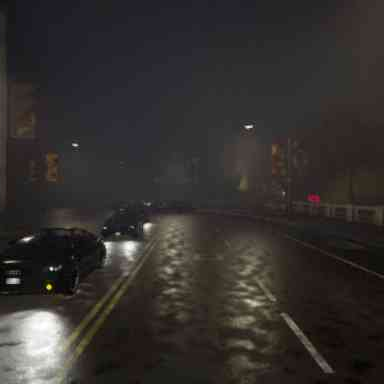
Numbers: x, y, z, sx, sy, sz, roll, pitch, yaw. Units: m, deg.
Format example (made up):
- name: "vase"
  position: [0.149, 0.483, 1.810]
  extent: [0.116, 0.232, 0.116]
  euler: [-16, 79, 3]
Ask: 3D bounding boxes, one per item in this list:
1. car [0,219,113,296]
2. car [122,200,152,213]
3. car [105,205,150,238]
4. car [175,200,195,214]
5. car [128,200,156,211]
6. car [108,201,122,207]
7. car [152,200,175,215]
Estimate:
- name: "car"
  position: [-3.644, 1.645, 8.762]
  extent: [1.994, 1.385, 4.181]
  euler: [0, -1, 0]
- name: "car"
  position: [-4.970, 1.743, 29.660]
  extent: [1.882, 1.535, 5.008]
  euler: [0, -1, -14]
- name: "car"
  position: [-3.806, 1.720, 19.223]
  extent: [2.033, 1.411, 5.357]
  euler: [0, -1, -3]
- name: "car"
  position: [-1.480, 1.713, 40.842]
  extent: [2.097, 1.767, 4.553]
  euler: [0, -1, -29]
- name: "car"
  position: [-7.472, 1.969, 49.726]
  extent: [1.812, 1.442, 4.674]
  euler: [0, -1, -44]
- name: "car"
  position: [-10.193, 1.951, 47.523]
  extent: [1.812, 1.442, 4.674]
  euler: [0, -1, -44]
- name: "car"
  position: [-4.169, 1.834, 38.438]
  extent: [2.128, 1.511, 4.902]
  euler: [0, -1, -25]
